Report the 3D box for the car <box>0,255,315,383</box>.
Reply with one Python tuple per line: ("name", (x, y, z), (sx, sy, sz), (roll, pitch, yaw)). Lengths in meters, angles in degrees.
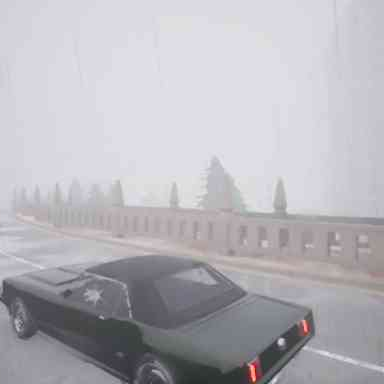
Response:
("car", (-0.882, 1.612, 4.816), (4.718, 1.301, 1.895), (0, 0, 38))
